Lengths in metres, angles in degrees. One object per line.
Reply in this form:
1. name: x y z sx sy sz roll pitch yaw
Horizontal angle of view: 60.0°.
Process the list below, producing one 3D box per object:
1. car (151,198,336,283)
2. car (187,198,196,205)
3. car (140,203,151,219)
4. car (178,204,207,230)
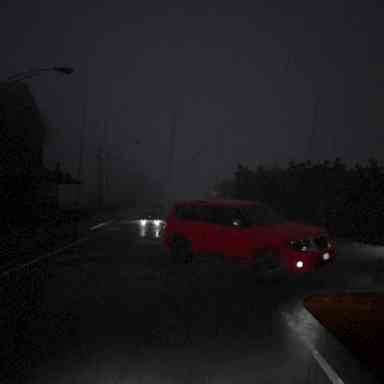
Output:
1. car: 1.423 1.285 10.350 2.150 2.045 5.566 -2 1 -45
2. car: -0.206 2.028 72.653 1.895 1.301 4.718 0 0 0
3. car: -3.608 1.733 31.089 2.033 1.411 5.357 0 0 0
4. car: 0.026 1.644 23.303 1.837 1.490 4.892 0 0 0
